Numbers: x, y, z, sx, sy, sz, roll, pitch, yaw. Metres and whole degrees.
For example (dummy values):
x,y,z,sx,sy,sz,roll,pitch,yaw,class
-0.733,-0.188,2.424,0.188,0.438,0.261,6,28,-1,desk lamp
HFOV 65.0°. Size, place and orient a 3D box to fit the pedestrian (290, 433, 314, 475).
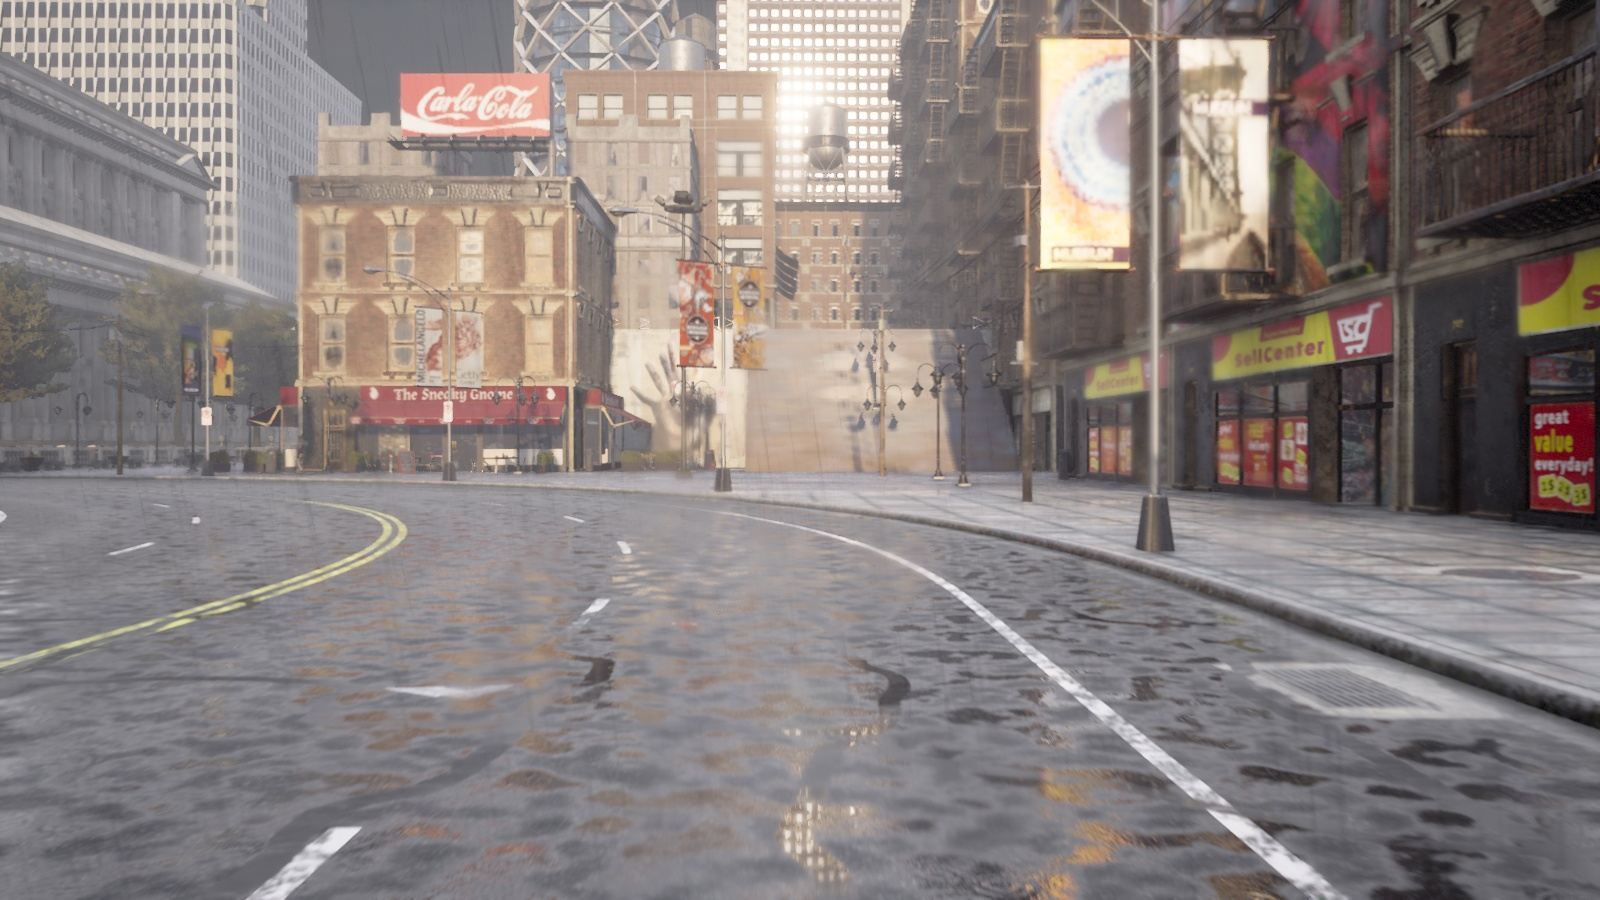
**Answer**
x,y,z,sx,sy,sz,roll,pitch,yaw,class
-22.481,0.174,56.654,0.849,1.883,0.563,0,0,16,pedestrian
